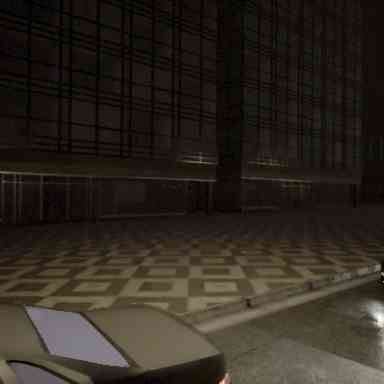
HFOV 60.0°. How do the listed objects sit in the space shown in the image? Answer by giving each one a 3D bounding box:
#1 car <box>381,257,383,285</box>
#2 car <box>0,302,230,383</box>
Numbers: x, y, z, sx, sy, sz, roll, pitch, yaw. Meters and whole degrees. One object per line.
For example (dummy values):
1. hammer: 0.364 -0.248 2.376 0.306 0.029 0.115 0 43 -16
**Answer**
1. car: 6.364 1.483 7.919 4.902 1.511 2.128 0 0 -36
2. car: -2.150 1.548 1.844 5.357 1.411 2.033 0 0 -35
